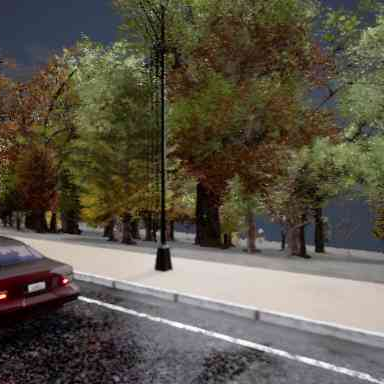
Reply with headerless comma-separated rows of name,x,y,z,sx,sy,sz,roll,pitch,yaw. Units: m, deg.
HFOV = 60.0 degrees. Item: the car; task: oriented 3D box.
car,-4.590,1.632,6.905,5.357,1.411,2.033,-1,0,35
